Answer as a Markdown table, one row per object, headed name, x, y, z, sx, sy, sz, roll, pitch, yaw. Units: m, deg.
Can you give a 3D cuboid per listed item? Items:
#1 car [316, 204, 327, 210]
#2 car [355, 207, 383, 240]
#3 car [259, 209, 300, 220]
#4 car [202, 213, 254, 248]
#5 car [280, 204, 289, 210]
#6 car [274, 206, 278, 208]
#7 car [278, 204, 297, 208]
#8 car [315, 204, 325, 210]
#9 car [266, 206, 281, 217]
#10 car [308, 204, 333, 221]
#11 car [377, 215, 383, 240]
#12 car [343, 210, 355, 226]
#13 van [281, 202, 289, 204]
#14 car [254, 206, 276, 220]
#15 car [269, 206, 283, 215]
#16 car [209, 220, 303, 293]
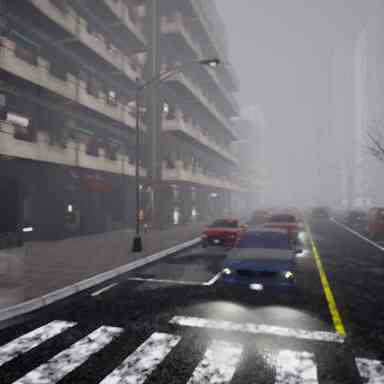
| name | x | y | z | sx | sy | sz | roll | pitch | yaw |
| --- | --- | --- | --- | --- | --- | --- | --- | --- | --- |
| car | 30.087 | 3.552 | 77.502 | 2.008 | 1.369 | 4.403 | -1 | -2 | 18 |
| car | 11.462 | 1.788 | 19.702 | 2.192 | 1.841 | 5.009 | -1 | -2 | 18 |
| car | 5.326 | 1.990 | 19.542 | 1.882 | 1.535 | 5.008 | -1 | -2 | 18 |
| car | 1.793 | 2.012 | 17.008 | 1.887 | 1.381 | 4.507 | -1 | -2 | 18 |
| car | 23.803 | 3.818 | 85.325 | 1.887 | 1.381 | 4.507 | -1 | -2 | 18 |
| car | 10.206 | 2.670 | 43.122 | 1.752 | 1.417 | 4.829 | -1 | -2 | 18 |
| car | 11.610 | 2.506 | 38.898 | 2.128 | 1.511 | 4.902 | -1 | -2 | 18 |
| car | 31.780 | 3.694 | 82.758 | 2.008 | 1.369 | 4.403 | -1 | -2 | 18 |
| car | 11.899 | 2.808 | 48.378 | 1.752 | 1.417 | 4.829 | -1 | -2 | 18 |
| car | 14.686 | 2.454 | 38.341 | 1.882 | 1.535 | 5.008 | -1 | -2 | 18 |
| car | 9.769 | 1.903 | 14.440 | 1.947 | 1.339 | 4.313 | -1 | -2 | 18 |
| car | 14.848 | 2.311 | 30.205 | 1.947 | 1.339 | 4.313 | -1 | -2 | 18 |
| van | 22.109 | 3.472 | 80.076 | 1.690 | 1.788 | 3.998 | -1 | -2 | 18 |
| car | 6.872 | 2.420 | 32.773 | 1.887 | 1.381 | 4.507 | -1 | -2 | 18 |
| car | 13.644 | 2.991 | 53.793 | 1.947 | 1.339 | 4.313 | -1 | -2 | 18 |
| car | 2.267 | 1.817 | 10.050 | 2.033 | 1.411 | 5.357 | -1 | -2 | 18 |
